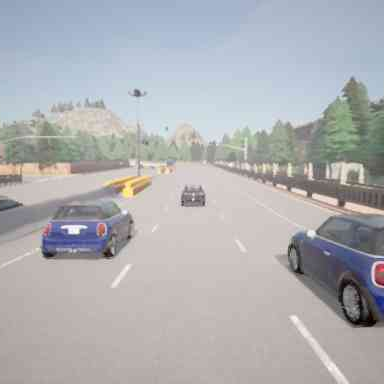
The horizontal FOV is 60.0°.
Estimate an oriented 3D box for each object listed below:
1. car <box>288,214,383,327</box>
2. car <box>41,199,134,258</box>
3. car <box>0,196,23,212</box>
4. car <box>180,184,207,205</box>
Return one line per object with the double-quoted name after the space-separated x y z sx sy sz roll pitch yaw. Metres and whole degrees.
3.600 1.227 6.986 2.097 1.767 4.553 0 2 0 "car"
-3.401 1.039 11.694 2.097 1.767 4.553 0 3 0 "car"
-10.598 0.914 17.344 1.994 1.385 4.181 0 4 0 "car"
0.101 0.100 25.914 2.128 1.511 4.902 0 6 0 "car"
